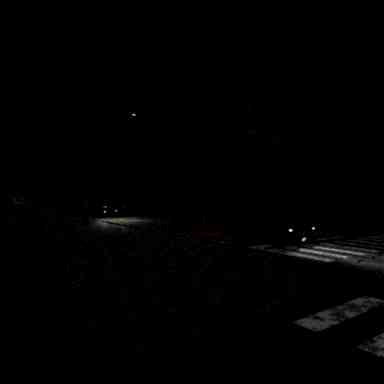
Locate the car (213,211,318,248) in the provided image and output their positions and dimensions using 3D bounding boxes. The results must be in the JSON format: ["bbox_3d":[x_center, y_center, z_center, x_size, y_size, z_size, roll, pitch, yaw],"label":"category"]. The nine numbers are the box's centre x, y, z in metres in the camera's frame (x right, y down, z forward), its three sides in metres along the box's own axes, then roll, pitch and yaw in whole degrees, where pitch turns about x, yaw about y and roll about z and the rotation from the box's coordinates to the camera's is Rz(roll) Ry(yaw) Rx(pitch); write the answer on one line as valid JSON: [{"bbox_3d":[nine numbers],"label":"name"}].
[{"bbox_3d":[3.101,1.551,14.840,1.895,1.301,4.718,1,0,-36],"label":"car"}]

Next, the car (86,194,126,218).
[{"bbox_3d":[-7.982,1.211,30.268,2.150,2.045,5.566,1,0,-36],"label":"car"}]

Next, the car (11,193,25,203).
[{"bbox_3d":[-37.232,1.220,70.973,2.150,2.045,5.566,1,0,-36],"label":"car"}]
